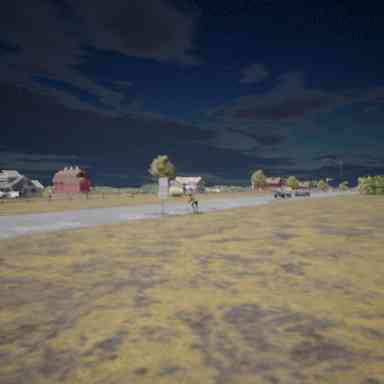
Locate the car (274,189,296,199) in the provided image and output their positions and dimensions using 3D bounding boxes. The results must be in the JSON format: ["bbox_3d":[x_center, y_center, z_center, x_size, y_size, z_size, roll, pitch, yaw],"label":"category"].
[{"bbox_3d":[15.347,0.332,55.921,1.837,1.490,4.892,1,2,35],"label":"car"}]

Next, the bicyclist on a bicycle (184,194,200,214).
[{"bbox_3d":[0.010,1.031,27.622,1.656,1.620,0.582,-1,1,35],"label":"bicyclist on a bicycle"}]

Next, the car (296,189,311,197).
[{"bbox_3d":[21.348,0.197,64.366,2.033,1.411,5.357,1,2,35],"label":"car"}]
